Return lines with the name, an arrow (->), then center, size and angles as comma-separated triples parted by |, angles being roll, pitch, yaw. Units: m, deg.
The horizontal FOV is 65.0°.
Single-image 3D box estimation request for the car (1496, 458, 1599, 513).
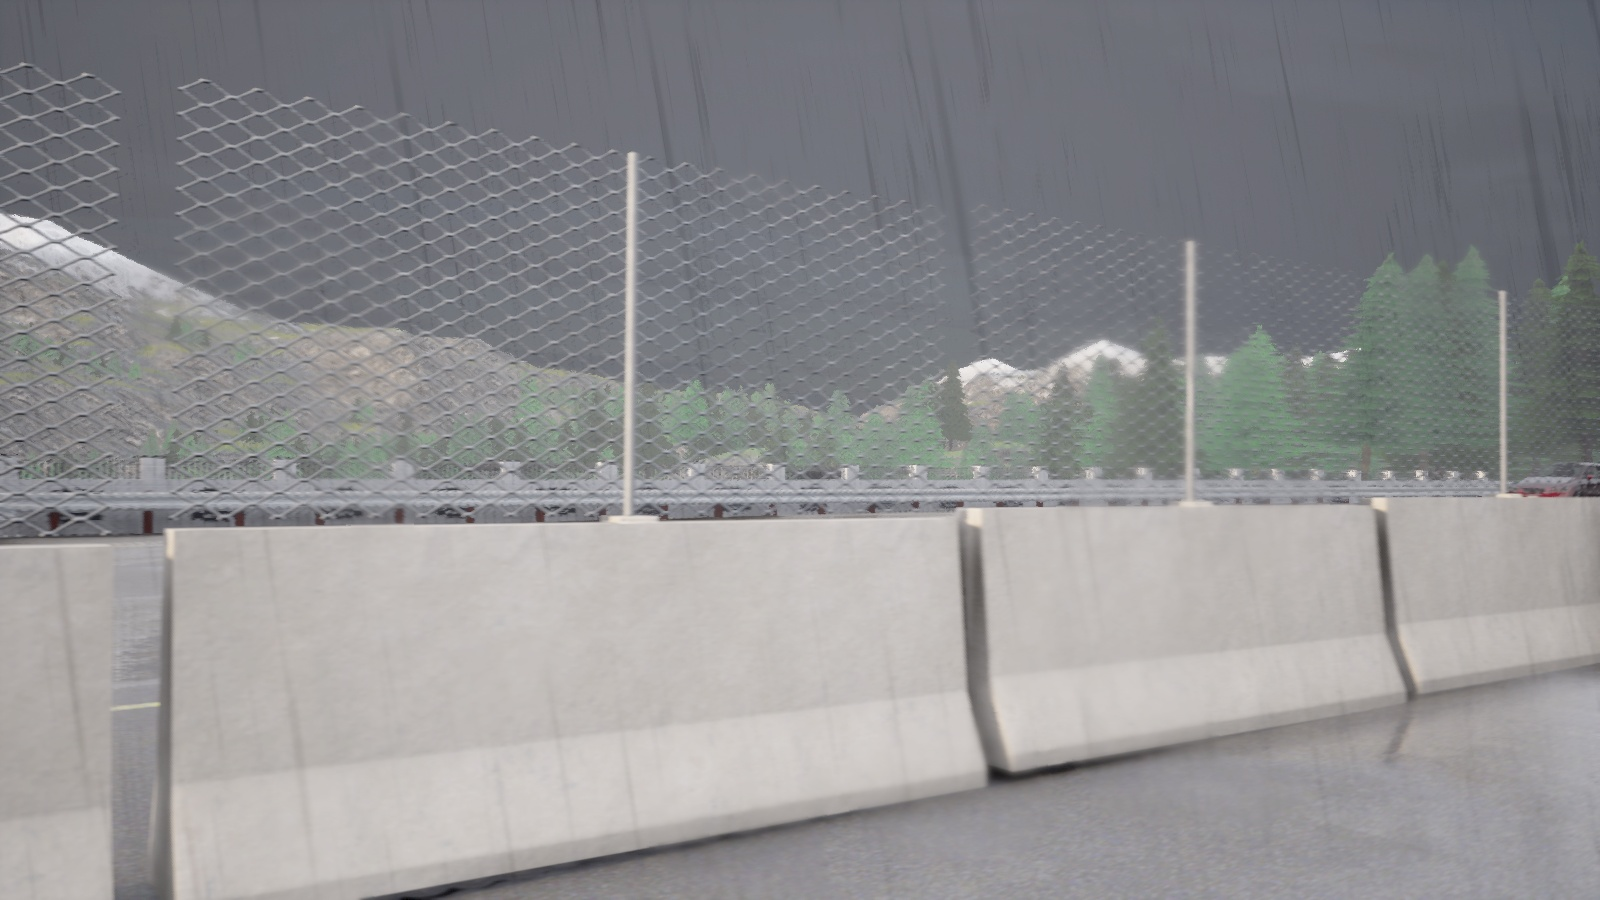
car -> 21.921, 0.996, 35.972 | 4.193, 1.474, 1.816 | 1, -1, -35
